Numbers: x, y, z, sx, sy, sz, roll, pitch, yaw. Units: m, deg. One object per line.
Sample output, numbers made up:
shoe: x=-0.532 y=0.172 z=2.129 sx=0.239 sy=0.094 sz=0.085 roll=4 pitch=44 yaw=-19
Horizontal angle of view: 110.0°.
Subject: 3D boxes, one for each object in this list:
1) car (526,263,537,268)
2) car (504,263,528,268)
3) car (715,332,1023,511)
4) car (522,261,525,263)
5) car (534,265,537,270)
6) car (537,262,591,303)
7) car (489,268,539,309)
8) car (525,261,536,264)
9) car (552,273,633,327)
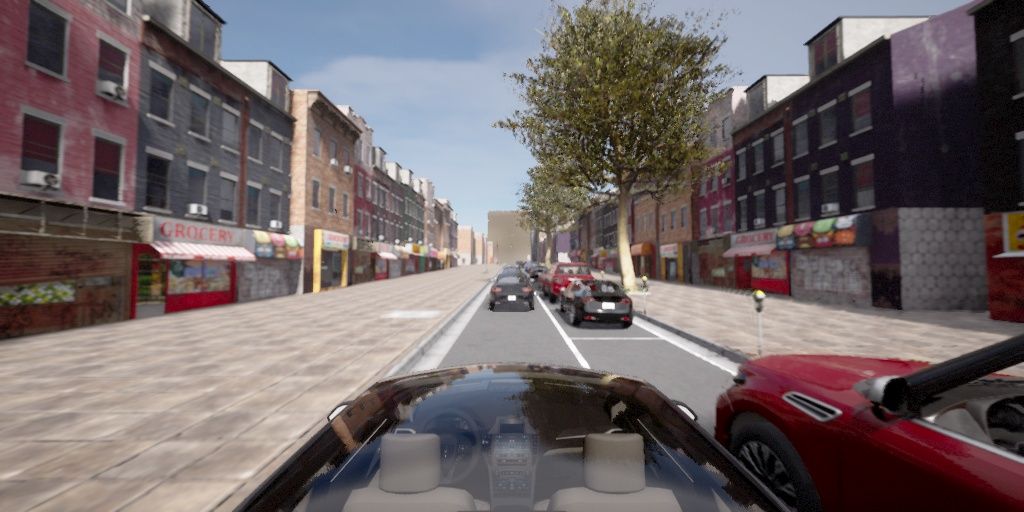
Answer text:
car: x=2.623 y=1.595 z=34.168 sx=1.948 sy=1.339 sz=4.313 roll=0 pitch=0 yaw=0
car: x=-0.007 y=1.549 z=29.385 sx=2.033 sy=1.411 sz=5.357 roll=0 pitch=0 yaw=0
car: x=2.641 y=1.055 z=0.822 sx=2.192 sy=1.841 sz=5.009 roll=0 pitch=0 yaw=0
car: x=2.986 y=1.608 z=54.381 sx=1.882 sy=1.535 sz=5.008 roll=0 pitch=0 yaw=0
car: x=2.629 y=1.503 z=23.055 sx=1.888 sy=1.381 sz=4.507 roll=0 pitch=0 yaw=0
car: x=2.632 y=1.226 z=17.496 sx=2.192 sy=1.841 sz=5.009 roll=0 pitch=0 yaw=0
car: x=0.017 y=1.422 z=15.736 sx=1.812 sy=1.442 sz=4.674 roll=0 pitch=0 yaw=0
car: x=2.998 y=1.620 z=47.377 sx=1.812 sy=1.442 sz=4.674 roll=0 pitch=0 yaw=0
car: x=2.635 y=1.426 z=11.937 sx=1.948 sy=1.339 sz=4.313 roll=0 pitch=0 yaw=0
